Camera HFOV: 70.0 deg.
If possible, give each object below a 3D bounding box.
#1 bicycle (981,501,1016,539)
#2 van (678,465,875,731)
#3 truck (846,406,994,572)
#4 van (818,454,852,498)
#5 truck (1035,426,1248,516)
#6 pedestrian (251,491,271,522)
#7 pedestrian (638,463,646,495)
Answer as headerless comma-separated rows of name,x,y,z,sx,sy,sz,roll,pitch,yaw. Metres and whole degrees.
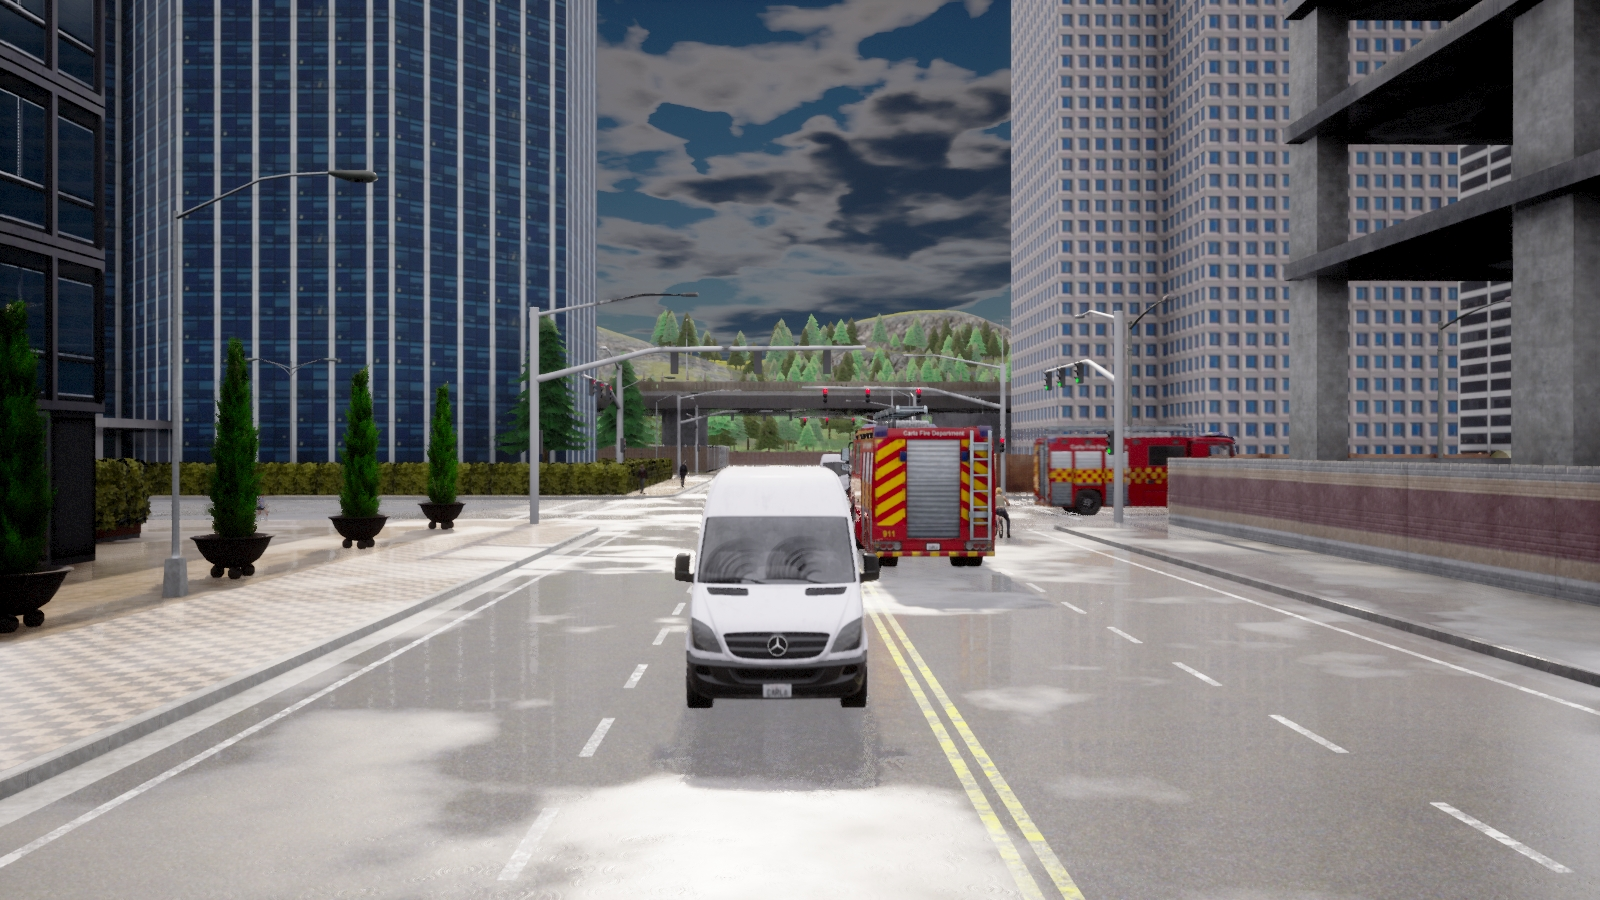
bicycle,6.346,2.233,36.588,0.859,1.126,1.487,0,0,-1
van,-0.292,1.532,14.472,1.988,2.561,5.915,0,0,-1
truck,2.932,0.891,30.480,2.891,3.827,8.468,0,0,-1
van,2.170,1.534,70.435,1.988,2.561,5.915,0,0,2
truck,14.811,0.890,49.959,8.468,3.827,2.891,0,0,-1
pedestrian,-19.843,2.076,42.052,0.500,1.100,0.500,0,0,-3
pedestrian,-9.273,1.696,67.144,0.375,1.860,0.375,0,0,9
